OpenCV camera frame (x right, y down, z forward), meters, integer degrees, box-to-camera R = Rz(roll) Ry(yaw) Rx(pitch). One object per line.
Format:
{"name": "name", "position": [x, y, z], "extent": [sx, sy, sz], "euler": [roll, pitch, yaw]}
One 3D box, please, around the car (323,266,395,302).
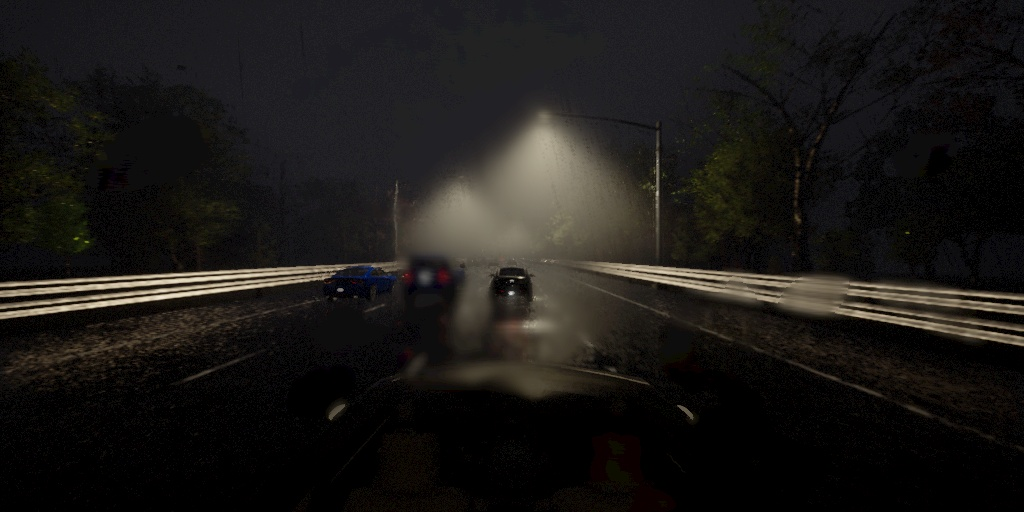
{"name": "car", "position": [-6.997, 1.229, 17.093], "extent": [1.882, 1.535, 5.008], "euler": [0, 0, 0]}

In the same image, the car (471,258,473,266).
{"name": "car", "position": [-6.997, 1.251, 48.749], "extent": [2.128, 1.511, 4.902], "euler": [0, 0, 0]}

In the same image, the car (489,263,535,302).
{"name": "car", "position": [0.000, 1.258, 16.949], "extent": [1.837, 1.490, 4.892], "euler": [0, 0, 0]}

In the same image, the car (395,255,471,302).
{"name": "car", "position": [-3.498, 0.973, 17.070], "extent": [2.150, 2.045, 5.566], "euler": [0, 0, 0]}
